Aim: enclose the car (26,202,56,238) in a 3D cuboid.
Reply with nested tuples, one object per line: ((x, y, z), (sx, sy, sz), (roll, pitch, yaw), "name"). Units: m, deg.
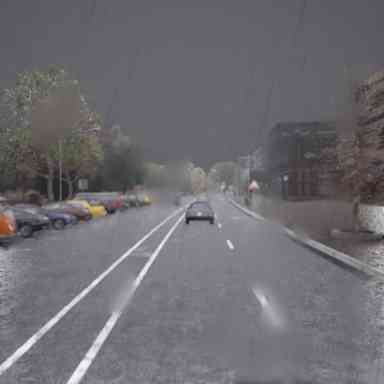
((-9.251, 1.429, 15.935), (4.674, 1.452, 2.002), (-1, 1, -19), "car")

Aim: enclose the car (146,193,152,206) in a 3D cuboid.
((-8.134, 1.201, 42.611), (4.892, 1.521, 2.231), (-1, 0, -17), "car")

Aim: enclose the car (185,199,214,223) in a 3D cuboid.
((0.575, 1.418, 23.942), (1.994, 1.385, 4.181), (0, 0, 2), "car")

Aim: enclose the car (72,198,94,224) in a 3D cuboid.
((-9.079, 1.397, 21.835), (4.674, 1.452, 2.002), (-1, 1, -18), "car")

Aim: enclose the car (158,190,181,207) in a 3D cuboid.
((-2.776, 0.910, 44.589), (2.150, 2.045, 5.566), (0, 1, 4), "car")

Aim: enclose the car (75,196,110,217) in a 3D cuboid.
((-9.165, 1.339, 24.746), (5.366, 1.575, 1.946), (-1, 1, -18), "car")

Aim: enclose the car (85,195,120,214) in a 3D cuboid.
((-8.867, 1.320, 27.771), (5.008, 1.535, 2.097), (-1, 1, -18), "car")

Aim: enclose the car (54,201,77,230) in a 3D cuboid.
((-9.153, 1.413, 18.888), (4.674, 1.452, 2.002), (0, 0, -18), "car")

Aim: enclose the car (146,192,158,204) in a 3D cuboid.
((-7.766, 1.164, 45.631), (5.366, 1.575, 1.946), (-1, 0, -16), "car")

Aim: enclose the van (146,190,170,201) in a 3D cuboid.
((-6.693, 0.695, 66.230), (4.442, 1.987, 1.878), (-1, 1, -16), "van")

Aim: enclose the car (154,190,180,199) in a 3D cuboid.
((-5.829, 0.494, 78.066), (5.566, 2.045, 2.435), (-1, 1, -16), "car")

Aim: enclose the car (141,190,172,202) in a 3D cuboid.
((-6.809, 0.708, 63.305), (5.566, 2.045, 2.435), (-1, 1, -16), "car")

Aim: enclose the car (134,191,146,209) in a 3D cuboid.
((-8.271, 1.101, 39.650), (4.553, 1.767, 2.185), (-1, 1, -17), "car")

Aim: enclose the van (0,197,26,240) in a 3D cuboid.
((-9.213, 1.177, 13.006), (4.442, 1.987, 1.878), (-1, 0, -19), "van")

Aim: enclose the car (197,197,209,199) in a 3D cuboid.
((1.376, 1.265, 41.244), (2.033, 1.411, 5.357), (0, 1, 3), "car")

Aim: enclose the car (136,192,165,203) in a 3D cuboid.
((-7.196, 0.911, 57.401), (4.553, 1.767, 2.185), (-1, 0, -16), "car")

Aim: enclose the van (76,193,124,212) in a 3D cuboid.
((-8.860, 1.075, 30.699), (4.442, 1.987, 1.878), (-1, 1, -18), "van")

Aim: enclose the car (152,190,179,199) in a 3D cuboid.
((-5.975, 0.537, 75.141), (5.566, 2.045, 2.435), (-1, 1, -16), "car")

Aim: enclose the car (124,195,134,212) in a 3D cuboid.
((-8.611, 1.316, 33.711), (4.674, 1.452, 2.002), (-1, 0, -17), "car")

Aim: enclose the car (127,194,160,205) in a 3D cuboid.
((-7.582, 1.136, 51.488), (4.792, 1.488, 2.163), (-1, 1, -16), "car")

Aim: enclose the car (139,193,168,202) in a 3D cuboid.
((-6.979, 0.998, 60.369), (5.008, 1.535, 2.097), (-1, 0, -16), "car")
